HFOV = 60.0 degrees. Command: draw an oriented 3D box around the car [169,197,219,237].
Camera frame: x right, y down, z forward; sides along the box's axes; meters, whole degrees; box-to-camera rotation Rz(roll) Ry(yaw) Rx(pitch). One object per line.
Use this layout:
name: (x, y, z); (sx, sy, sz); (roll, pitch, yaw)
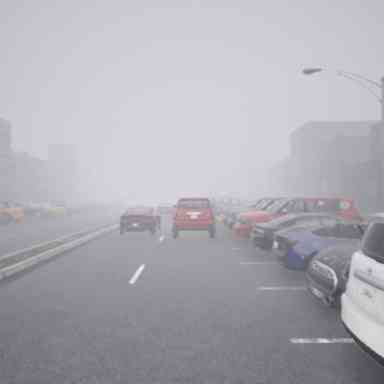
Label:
car: (0.098, 1.291, 18.470); (2.150, 2.045, 5.566); (0, -1, 0)

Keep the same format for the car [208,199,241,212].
car: (4.604, 1.947, 47.853); (4.553, 1.767, 2.185); (0, -1, 0)

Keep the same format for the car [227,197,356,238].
car: (4.610, 1.265, 14.782); (5.566, 2.045, 2.435); (0, 0, 0)

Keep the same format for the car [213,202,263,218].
car: (4.665, 1.832, 34.067); (4.792, 1.488, 2.163); (0, -1, 0)

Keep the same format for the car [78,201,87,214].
car: (-15.739, 1.948, 40.017); (4.792, 1.488, 2.163); (0, -1, 0)

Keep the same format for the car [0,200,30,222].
car: (-15.762, 1.525, 26.130); (4.553, 1.767, 2.185); (0, -1, 0)

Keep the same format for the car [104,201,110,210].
car: (-15.742, 2.151, 51.257); (5.008, 1.535, 2.097); (0, -1, 0)

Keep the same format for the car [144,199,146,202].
car: (-15.683, 3.066, 90.028); (5.008, 1.535, 2.097); (0, -1, 0)

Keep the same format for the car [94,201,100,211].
car: (-15.752, 2.033, 45.575); (4.892, 1.521, 2.231); (0, -1, 0)

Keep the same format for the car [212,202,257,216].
car: (4.633, 1.895, 36.823); (4.674, 1.452, 2.002); (0, -1, 0)

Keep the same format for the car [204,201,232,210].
car: (4.604, 2.339, 58.875); (4.792, 1.488, 2.163); (0, -1, 0)

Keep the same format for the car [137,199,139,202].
car: (-15.669, 2.819, 79.040); (4.792, 1.488, 2.163); (0, -1, 0)

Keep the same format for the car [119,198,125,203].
car: (-15.735, 2.393, 62.246); (4.892, 1.521, 2.231); (0, -1, 0)

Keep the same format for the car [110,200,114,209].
car: (-15.749, 2.211, 54.035); (4.892, 1.521, 2.231); (0, -1, 0)

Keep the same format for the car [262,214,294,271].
car: (4.668, 1.518, 9.271); (4.792, 1.488, 2.163); (0, 0, 0)

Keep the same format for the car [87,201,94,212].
car: (-15.769, 1.974, 42.796); (5.008, 1.535, 2.097); (0, -1, 0)

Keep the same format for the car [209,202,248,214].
car: (4.606, 1.991, 42.338); (4.792, 1.488, 2.163); (0, -1, 0)

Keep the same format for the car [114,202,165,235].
car: (-2.903, 1.559, 19.506); (1.882, 1.535, 5.008); (0, -1, 0)

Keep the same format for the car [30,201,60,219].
car: (-15.789, 1.758, 31.807); (4.892, 1.521, 2.231); (0, -1, 0)

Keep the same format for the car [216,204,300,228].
car: (4.452, 1.604, 23.041); (5.366, 1.575, 1.946); (0, -1, 0)

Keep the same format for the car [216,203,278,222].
car: (4.632, 1.699, 28.553); (5.008, 1.535, 2.097); (0, -1, 0)

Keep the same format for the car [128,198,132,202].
car: (-15.745, 2.462, 70.673); (4.553, 1.767, 2.185); (0, -1, 0)

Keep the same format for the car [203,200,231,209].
car: (4.818, 2.432, 64.395); (5.366, 1.575, 1.946); (0, -1, 0)

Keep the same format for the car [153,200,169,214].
car: (-2.904, 1.892, 36.352); (1.812, 1.442, 4.674); (0, -1, 0)

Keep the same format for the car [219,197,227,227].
car: (4.609, 1.320, 20.292); (5.566, 2.045, 2.435); (0, -1, 0)

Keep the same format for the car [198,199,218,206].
car: (4.542, 2.957, 94.721); (5.566, 2.045, 2.435); (0, -2, 0)

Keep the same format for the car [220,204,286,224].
car: (4.635, 1.692, 25.798); (4.674, 1.452, 2.002); (0, -1, 0)

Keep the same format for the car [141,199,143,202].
car: (-15.873, 2.925, 84.597); (5.366, 1.575, 1.946); (0, -1, 0)

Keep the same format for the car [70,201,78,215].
car: (-15.746, 1.738, 37.250); (4.553, 1.767, 2.185); (0, -1, 0)

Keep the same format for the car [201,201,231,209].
car: (4.448, 2.369, 61.633); (5.366, 1.575, 1.946); (0, -1, 0)

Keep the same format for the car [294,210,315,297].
car: (4.670, 1.356, 6.514); (4.553, 1.767, 2.185); (0, 0, 0)

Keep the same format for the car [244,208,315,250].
car: (4.633, 1.497, 12.023); (5.008, 1.535, 2.097); (0, 0, 0)

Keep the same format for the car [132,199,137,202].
car: (-15.736, 2.403, 73.488); (5.566, 2.045, 2.435); (0, -1, 0)

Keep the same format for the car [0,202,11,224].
car: (-15.797, 1.644, 23.349); (4.674, 1.452, 2.002); (0, -1, 0)

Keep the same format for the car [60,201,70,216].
car: (-15.963, 1.808, 34.586); (5.366, 1.575, 1.946); (0, -1, 0)

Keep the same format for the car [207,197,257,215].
car: (4.664, 1.657, 39.585); (5.566, 2.045, 2.435); (0, -1, 0)

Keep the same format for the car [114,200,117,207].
car: (-15.735, 2.308, 56.688); (4.674, 1.452, 2.002); (0, -1, 0)

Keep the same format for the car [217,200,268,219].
car: (4.668, 1.626, 31.312); (4.553, 1.767, 2.185); (0, -1, 0)

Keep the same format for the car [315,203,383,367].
car: (4.668, 1.229, 3.759); (5.566, 2.045, 2.435); (0, 0, 0)

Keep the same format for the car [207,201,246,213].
car: (4.630, 2.016, 45.094); (5.008, 1.535, 2.097); (0, -1, 0)

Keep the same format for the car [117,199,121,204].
car: (-15.762, 2.359, 59.466); (4.792, 1.488, 2.163); (0, -1, 0)

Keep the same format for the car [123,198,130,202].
car: (-15.715, 2.560, 67.800); (4.674, 1.452, 2.002); (0, -1, 0)

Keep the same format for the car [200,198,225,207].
car: (4.582, 2.450, 75.425); (5.566, 2.045, 2.435); (0, -1, 0)

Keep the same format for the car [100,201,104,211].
car: (-15.782, 2.118, 48.352); (4.792, 1.488, 2.163); (0, -1, 0)

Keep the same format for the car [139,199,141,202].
car: (-15.663, 2.888, 81.817); (4.792, 1.488, 2.163); (0, -1, 0)

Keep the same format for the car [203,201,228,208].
car: (4.656, 2.530, 67.150); (4.792, 1.488, 2.163); (0, -1, 0)

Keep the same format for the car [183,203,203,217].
car: (0.096, 1.919, 35.799); (1.994, 1.385, 4.181); (0, -1, 0)
